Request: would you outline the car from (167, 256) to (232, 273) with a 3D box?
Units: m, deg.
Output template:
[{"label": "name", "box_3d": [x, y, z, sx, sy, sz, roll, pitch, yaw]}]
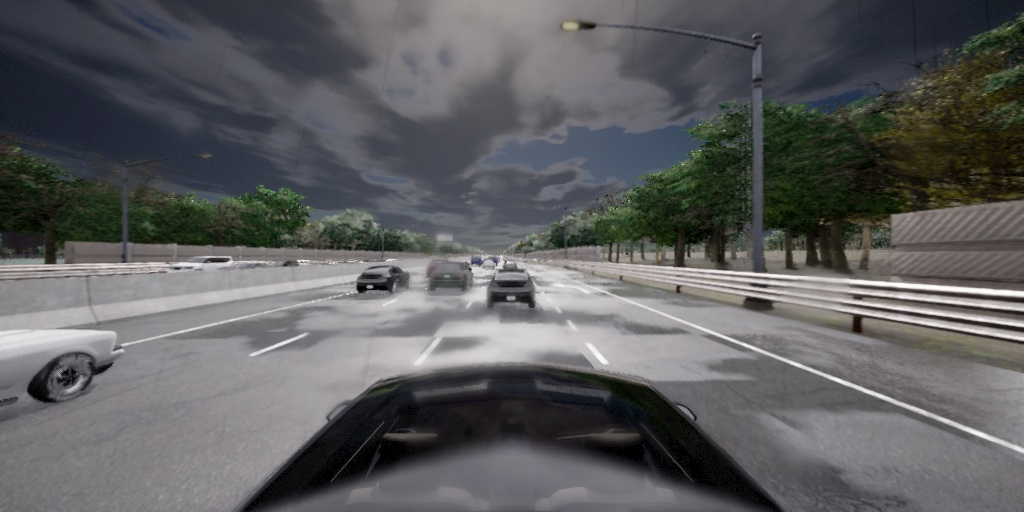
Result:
[{"label": "car", "box_3d": [-28.187, 1.021, 32.868, 2.150, 2.045, 5.566, 0, -1, 0]}]

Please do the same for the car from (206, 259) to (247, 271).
[{"label": "car", "box_3d": [-24.691, 1.288, 32.870, 2.128, 1.511, 4.902, 0, 0, 0]}]

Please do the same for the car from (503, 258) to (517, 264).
[{"label": "car", "box_3d": [-0.261, 1.374, 50.547, 1.994, 1.385, 4.181, 0, 0, -1]}]

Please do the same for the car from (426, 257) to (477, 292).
[{"label": "car", "box_3d": [-3.548, 1.129, 21.710, 2.097, 1.767, 4.553, 0, 0, 0]}]

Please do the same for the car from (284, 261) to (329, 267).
[{"label": "car", "box_3d": [-17.692, 1.342, 32.459, 2.033, 1.411, 5.357, 0, 0, 0]}]

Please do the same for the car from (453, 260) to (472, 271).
[{"label": "car", "box_3d": [-7.286, 1.303, 52.969, 2.128, 1.511, 4.902, 0, 0, -1]}]

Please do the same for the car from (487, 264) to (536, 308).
[{"label": "car", "box_3d": [-0.024, 1.275, 15.370, 1.837, 1.490, 4.892, 0, 0, 0]}]

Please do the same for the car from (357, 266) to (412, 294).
[{"label": "car", "box_3d": [-7.042, 1.282, 20.182, 1.837, 1.490, 4.892, 0, 0, 0]}]

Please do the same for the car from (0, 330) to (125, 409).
[{"label": "car", "box_3d": [-7.000, 1.354, 3.413, 1.895, 1.301, 4.718, 0, 0, 0]}]

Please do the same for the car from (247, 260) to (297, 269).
[{"label": "car", "box_3d": [-21.191, 1.146, 32.652, 2.097, 1.767, 4.553, 0, 0, 0]}]

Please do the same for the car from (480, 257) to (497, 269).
[{"label": "car", "box_3d": [-3.869, 1.341, 60.163, 1.812, 1.442, 4.674, 0, 0, -1]}]
